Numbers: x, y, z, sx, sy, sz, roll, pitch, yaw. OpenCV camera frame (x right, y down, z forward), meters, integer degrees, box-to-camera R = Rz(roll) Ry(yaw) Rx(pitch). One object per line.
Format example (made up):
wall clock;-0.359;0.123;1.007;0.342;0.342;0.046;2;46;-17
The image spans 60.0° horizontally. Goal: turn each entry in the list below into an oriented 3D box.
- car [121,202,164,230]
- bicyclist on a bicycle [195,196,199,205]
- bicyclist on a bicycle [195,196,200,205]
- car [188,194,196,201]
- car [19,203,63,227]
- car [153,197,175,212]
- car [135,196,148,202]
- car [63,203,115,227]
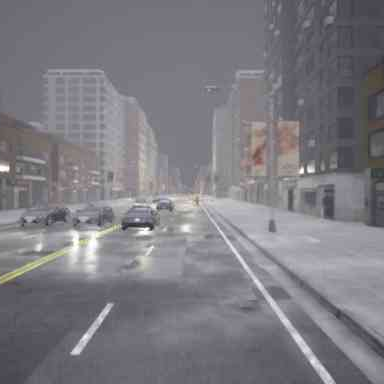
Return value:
car;-3.148;1.563;21.071;1.994;1.385;4.181;0;0;0
bicyclist on a bicycle;0.905;1.452;59.346;0.582;1.620;1.656;0;0;0
bicyclist on a bicycle;0.903;1.437;51.132;0.866;1.612;1.509;0;-2;0
car;0.014;1.479;83.238;1.882;1.535;5.008;0;0;0
car;-9.839;1.491;22.611;2.128;1.511;4.902;0;0;0
car;-3.142;1.524;39.506;1.812;1.442;4.674;0;0;0
car;-9.754;1.555;64.045;1.994;1.385;4.181;0;0;0
car;-6.589;1.491;22.611;2.128;1.511;4.902;0;0;0
